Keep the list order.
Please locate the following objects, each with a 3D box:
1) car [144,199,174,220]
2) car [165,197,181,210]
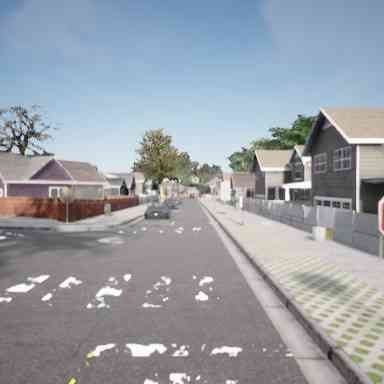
[{"bbox_3d":[-2.842,1.561,28.026,1.994,1.385,4.181,0,0,-1],"label":"car"},{"bbox_3d":[-2.829,1.526,43.125,1.837,1.490,4.892,0,-1,0],"label":"car"}]
